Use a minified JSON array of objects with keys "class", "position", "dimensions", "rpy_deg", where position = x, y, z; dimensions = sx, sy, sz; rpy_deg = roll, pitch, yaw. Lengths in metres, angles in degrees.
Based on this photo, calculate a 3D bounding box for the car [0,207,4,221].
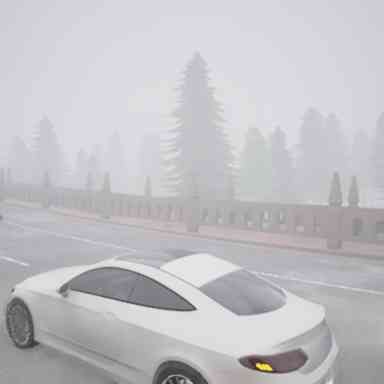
[{"class":"car","position":[-11.303,0.789,16.360],"dimensions":[5.357,1.411,2.033],"rpy_deg":[5,3,36]}]

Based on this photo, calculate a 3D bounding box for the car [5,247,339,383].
[{"class":"car","position":[-0.600,1.489,4.417],"dimensions":[4.674,1.442,1.812],"rpy_deg":[1,1,36]}]
